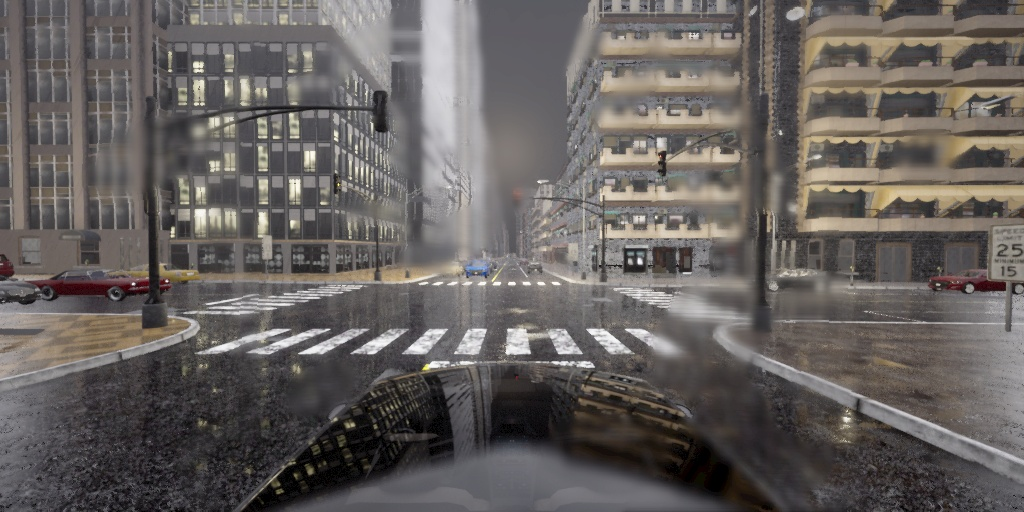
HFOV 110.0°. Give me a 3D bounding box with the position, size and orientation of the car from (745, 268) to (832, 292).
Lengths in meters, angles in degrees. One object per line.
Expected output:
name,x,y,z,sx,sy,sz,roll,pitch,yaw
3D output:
car,16.270,1.376,21.218,4.403,1.370,2.007,0,0,1

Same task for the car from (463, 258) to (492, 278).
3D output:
car,-3.155,1.218,33.627,1.882,1.535,5.008,0,0,-1

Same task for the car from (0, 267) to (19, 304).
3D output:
car,-20.310,1.204,13.310,4.403,1.370,2.007,0,0,1

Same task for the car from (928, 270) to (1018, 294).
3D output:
car,27.336,1.462,21.085,4.507,1.381,1.888,0,0,1

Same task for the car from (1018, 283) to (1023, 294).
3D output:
car,21.694,1.576,12.773,4.313,1.339,1.948,0,0,1

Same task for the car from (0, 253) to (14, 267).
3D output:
car,-33.654,0.712,21.822,5.009,1.841,2.192,0,0,1

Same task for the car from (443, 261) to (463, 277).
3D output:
car,-5.759,1.265,35.821,1.751,1.417,4.829,0,0,0

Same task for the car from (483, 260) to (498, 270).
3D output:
car,-3.192,1.337,53.608,1.895,1.301,4.718,0,0,0

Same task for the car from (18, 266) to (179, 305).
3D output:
car,-18.052,1.231,15.833,4.718,1.301,1.895,0,1,1

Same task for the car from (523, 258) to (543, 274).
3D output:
car,2.610,1.289,41.662,2.007,1.370,4.403,0,0,0

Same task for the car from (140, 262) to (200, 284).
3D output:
car,-21.707,1.029,21.641,4.829,1.417,1.751,0,0,1

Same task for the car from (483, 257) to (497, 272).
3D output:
car,-3.174,1.230,43.318,2.128,1.511,4.902,0,0,0
